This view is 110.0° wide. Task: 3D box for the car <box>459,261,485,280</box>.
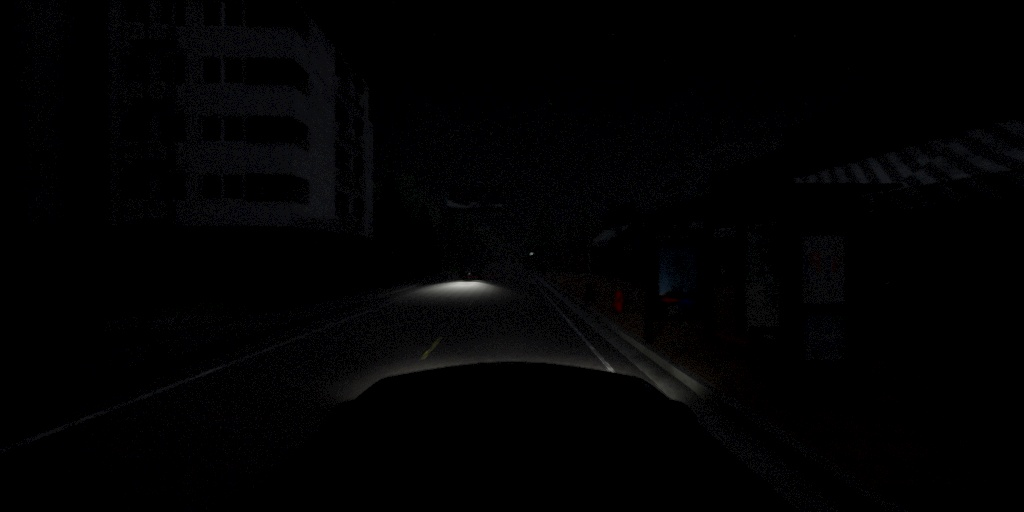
[{"bbox_3d":[-3.504,1.199,31.913,2.128,1.511,4.902,0,0,0],"label":"car"}]
